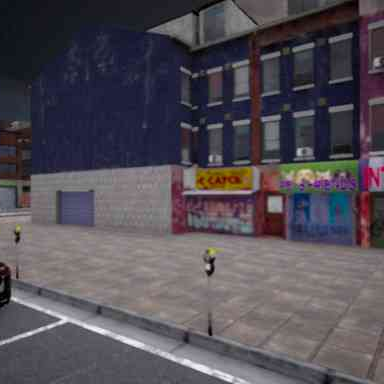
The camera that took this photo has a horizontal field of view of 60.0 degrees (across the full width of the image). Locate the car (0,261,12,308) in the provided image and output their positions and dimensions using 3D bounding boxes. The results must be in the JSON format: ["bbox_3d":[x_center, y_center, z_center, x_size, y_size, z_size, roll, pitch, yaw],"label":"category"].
[{"bbox_3d":[-5.240,1.572,6.555,4.313,1.339,1.947,0,0,36],"label":"car"}]
